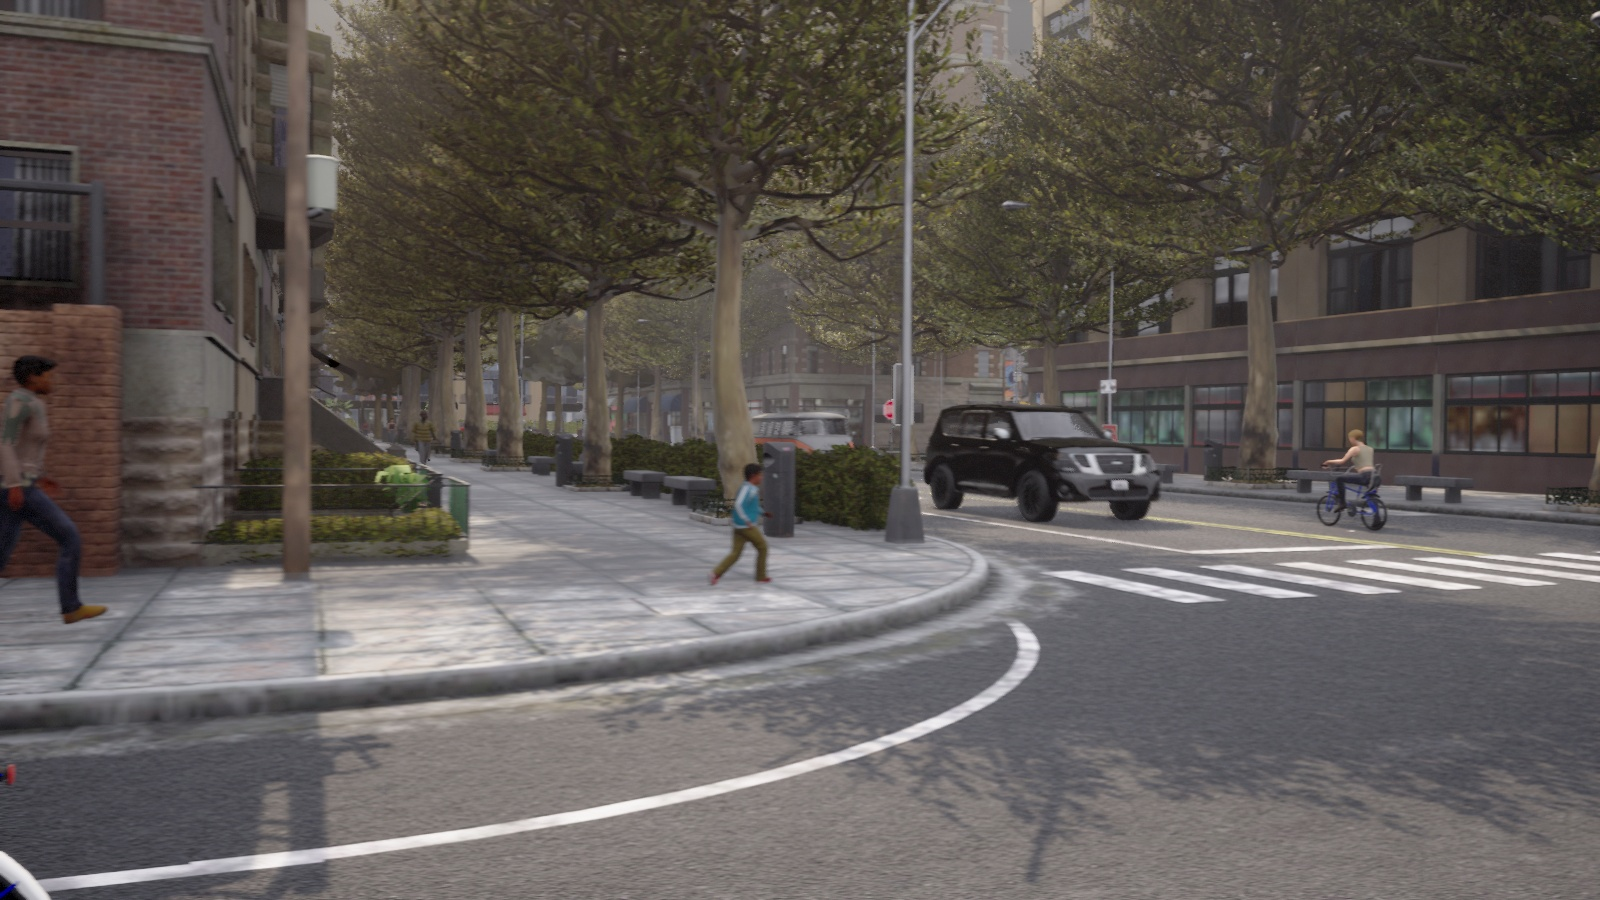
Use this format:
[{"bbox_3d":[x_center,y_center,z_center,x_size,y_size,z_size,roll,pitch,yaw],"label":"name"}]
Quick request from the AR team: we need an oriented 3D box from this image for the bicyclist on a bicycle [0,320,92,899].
[{"bbox_3d":[-2.418,0.658,2.320,1.843,1.776,0.659,-1,1,-21],"label":"bicyclist on a bicycle"}]

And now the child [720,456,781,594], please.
[{"bbox_3d":[-0.440,0.652,11.127,0.448,1.192,0.343,-1,1,-19],"label":"child"}]

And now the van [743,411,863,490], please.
[{"bbox_3d":[-0.003,-0.025,34.201,1.775,1.987,4.442,-1,1,-21],"label":"van"}]

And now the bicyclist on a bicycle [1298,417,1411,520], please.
[{"bbox_3d":[9.034,0.277,20.498,0.866,1.612,1.509,-1,1,-21],"label":"bicyclist on a bicycle"}]

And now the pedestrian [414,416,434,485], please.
[{"bbox_3d":[-10.116,0.009,33.779,0.370,1.835,0.726,-1,1,-26],"label":"pedestrian"}]

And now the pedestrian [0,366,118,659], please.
[{"bbox_3d":[-4.878,0.379,7.992,0.869,1.805,0.328,-2,1,-40],"label":"pedestrian"}]

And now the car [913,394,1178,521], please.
[{"bbox_3d":[4.285,0.074,23.113,2.150,2.045,5.566,-1,1,-21],"label":"car"}]
